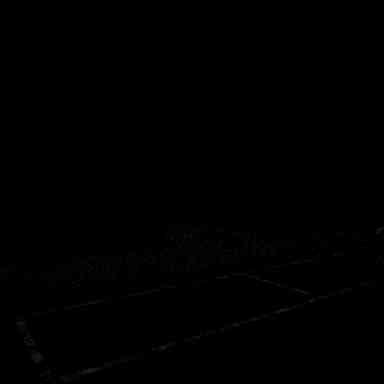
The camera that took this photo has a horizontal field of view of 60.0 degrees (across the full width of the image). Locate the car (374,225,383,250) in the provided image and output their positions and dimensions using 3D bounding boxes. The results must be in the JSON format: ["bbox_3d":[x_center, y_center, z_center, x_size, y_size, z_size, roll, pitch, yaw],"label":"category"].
[{"bbox_3d":[8.861,1.439,12.956,4.097,1.590,1.967,0,-1,-35],"label":"car"}]
